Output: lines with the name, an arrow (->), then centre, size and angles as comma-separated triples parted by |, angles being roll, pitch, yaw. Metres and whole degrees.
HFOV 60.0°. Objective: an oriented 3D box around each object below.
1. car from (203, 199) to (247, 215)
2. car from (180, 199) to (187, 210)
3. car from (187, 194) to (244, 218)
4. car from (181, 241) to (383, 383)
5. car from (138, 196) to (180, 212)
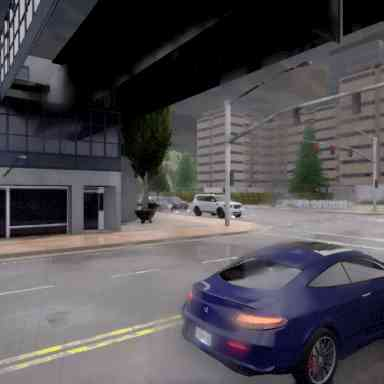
car -> 3.326, 1.505, 34.637 | 1.837, 1.490, 4.892 | 0, 0, -36
car -> -2.400, 1.352, 42.574 | 2.097, 1.767, 4.553 | 0, 0, -36
car -> 2.219, 1.222, 30.196 | 2.150, 2.045, 5.566 | 0, 0, -36
car -> 2.014, 1.526, 5.234 | 4.674, 1.442, 1.812 | 0, 0, -35
car -> -3.903, 1.491, 38.674 | 2.128, 1.511, 4.902 | 0, 0, -36
